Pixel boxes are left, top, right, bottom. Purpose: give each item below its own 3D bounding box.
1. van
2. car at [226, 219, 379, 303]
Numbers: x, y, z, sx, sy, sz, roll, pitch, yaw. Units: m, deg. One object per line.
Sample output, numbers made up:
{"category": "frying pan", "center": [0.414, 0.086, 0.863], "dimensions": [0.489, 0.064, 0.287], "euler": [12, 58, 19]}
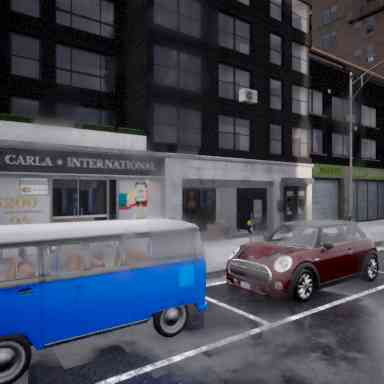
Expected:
{"category": "van", "center": [-1.651, 1.341, 5.011], "dimensions": [3.998, 1.788, 1.690], "euler": [0, 0, -36]}
{"category": "car", "center": [2.751, 1.440, 8.160], "dimensions": [4.097, 1.590, 1.967], "euler": [0, 0, -36]}
